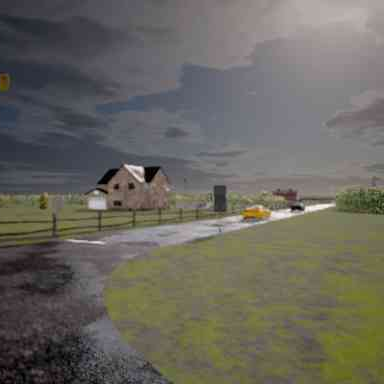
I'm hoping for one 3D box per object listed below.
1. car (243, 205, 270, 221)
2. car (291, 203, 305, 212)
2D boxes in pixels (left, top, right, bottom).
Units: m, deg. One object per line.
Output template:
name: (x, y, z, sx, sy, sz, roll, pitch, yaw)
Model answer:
car: (6.777, 2.129, 34.624, 1.882, 1.535, 5.008, -1, -2, 27)
car: (18.346, 2.670, 57.497, 1.837, 1.490, 4.892, -1, -2, 27)
